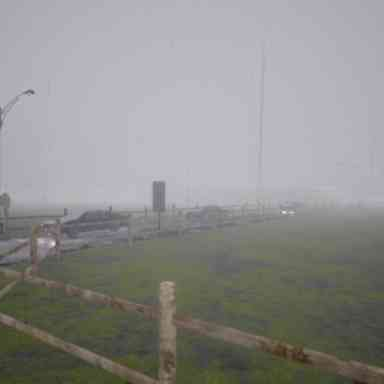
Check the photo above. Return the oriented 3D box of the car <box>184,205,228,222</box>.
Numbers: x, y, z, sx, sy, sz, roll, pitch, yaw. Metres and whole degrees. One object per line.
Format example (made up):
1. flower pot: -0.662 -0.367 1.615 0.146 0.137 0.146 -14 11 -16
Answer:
1. car: 1.309 1.896 30.038 1.895 1.301 4.718 0 0 36

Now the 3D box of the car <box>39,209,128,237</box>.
1. car: -6.124 1.734 19.692 2.033 1.411 5.357 0 -1 35

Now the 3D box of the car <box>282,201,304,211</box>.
1. car: 14.723 2.059 48.469 2.033 1.411 5.357 0 -1 36
